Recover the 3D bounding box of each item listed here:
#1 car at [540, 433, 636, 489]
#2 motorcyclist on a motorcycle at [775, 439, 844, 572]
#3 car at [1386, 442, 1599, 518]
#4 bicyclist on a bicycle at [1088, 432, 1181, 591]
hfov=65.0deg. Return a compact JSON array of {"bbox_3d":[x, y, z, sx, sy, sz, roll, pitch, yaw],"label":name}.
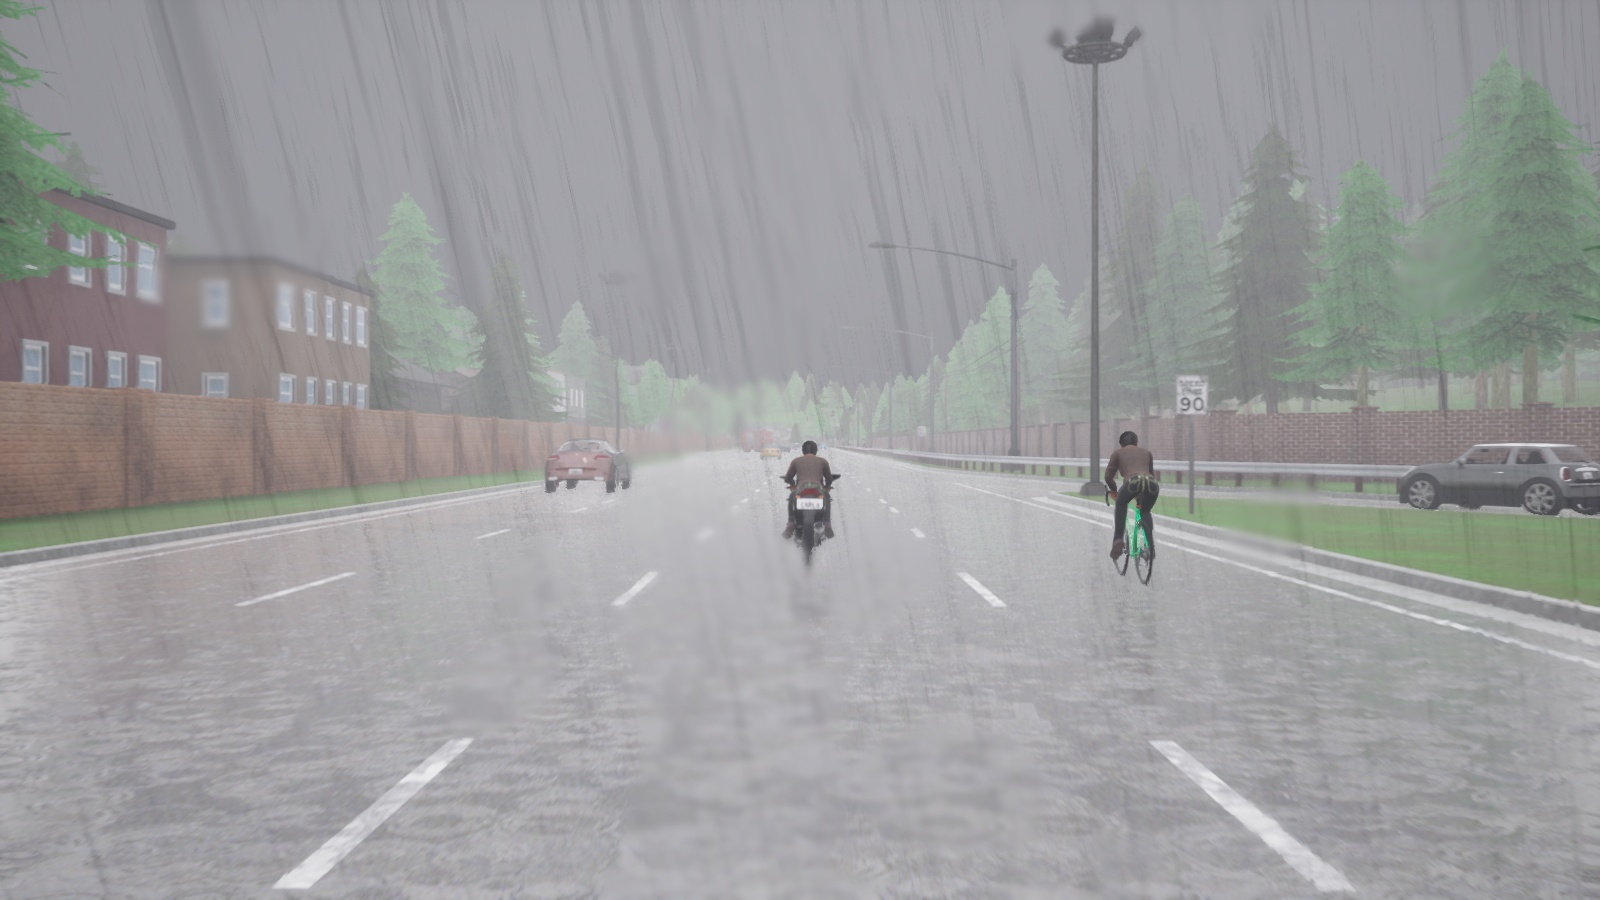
[{"bbox_3d":[-6.578,0.298,39.564,2.152,1.651,5.027,0,0,0],"label":"car"},{"bbox_3d":[0.120,0.641,15.523,0.797,1.523,2.044,0,0,1],"label":"motorcyclist on a motorcycle"},{"bbox_3d":[14.732,0.575,26.543,1.970,1.475,3.806,0,0,-30],"label":"car"},{"bbox_3d":[3.603,0.626,13.637,0.582,1.620,1.656,0,0,1],"label":"bicyclist on a bicycle"}]
